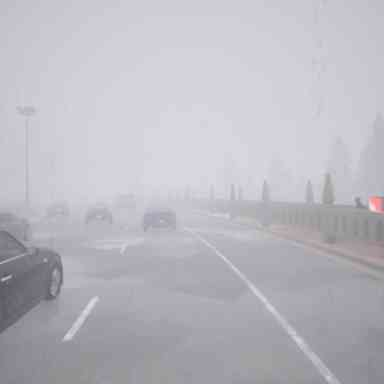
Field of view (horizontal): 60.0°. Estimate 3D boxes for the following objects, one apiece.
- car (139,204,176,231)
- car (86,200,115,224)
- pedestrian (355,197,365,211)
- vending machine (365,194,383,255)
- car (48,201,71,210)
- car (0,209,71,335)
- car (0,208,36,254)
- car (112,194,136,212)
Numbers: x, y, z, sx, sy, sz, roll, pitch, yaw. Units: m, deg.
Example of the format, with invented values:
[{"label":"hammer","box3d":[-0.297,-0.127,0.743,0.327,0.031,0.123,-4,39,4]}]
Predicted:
[{"label":"car","box3d":[-2.219,1.471,20.729,1.882,1.535,5.008,0,0,-12]},{"label":"car","box3d":[-6.959,1.530,25.019,1.812,1.442,4.674,0,0,-15]},{"label":"pedestrian","box3d":[6.811,1.088,13.520,0.375,1.860,0.375,-1,1,-7]},{"label":"vending machine","box3d":[7.145,1.144,12.162,1.100,2.100,0.880,0,0,-7]},{"label":"car","box3d":[-12.947,1.607,32.525,1.994,1.385,4.181,0,0,-19]},{"label":"car","box3d":[-3.783,1.357,5.449,2.097,1.767,4.553,0,0,-3]},{"label":"car","box3d":[-8.133,1.520,13.582,1.837,1.490,4.892,0,0,-8]},{"label":"car","box3d":[-8.244,1.242,40.048,2.150,2.045,5.566,0,0,-23]}]
